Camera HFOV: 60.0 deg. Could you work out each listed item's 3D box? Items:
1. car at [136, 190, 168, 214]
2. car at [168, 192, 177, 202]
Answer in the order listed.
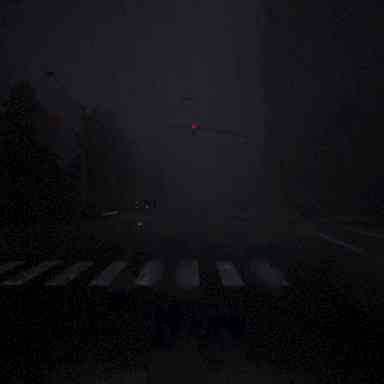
[{"bbox_3d":[-3.712,0.840,30.546,2.150,2.045,5.566,0,1,0],"label":"car"},{"bbox_3d":[-3.520,0.805,56.510,1.837,1.490,4.892,0,1,0],"label":"car"}]
